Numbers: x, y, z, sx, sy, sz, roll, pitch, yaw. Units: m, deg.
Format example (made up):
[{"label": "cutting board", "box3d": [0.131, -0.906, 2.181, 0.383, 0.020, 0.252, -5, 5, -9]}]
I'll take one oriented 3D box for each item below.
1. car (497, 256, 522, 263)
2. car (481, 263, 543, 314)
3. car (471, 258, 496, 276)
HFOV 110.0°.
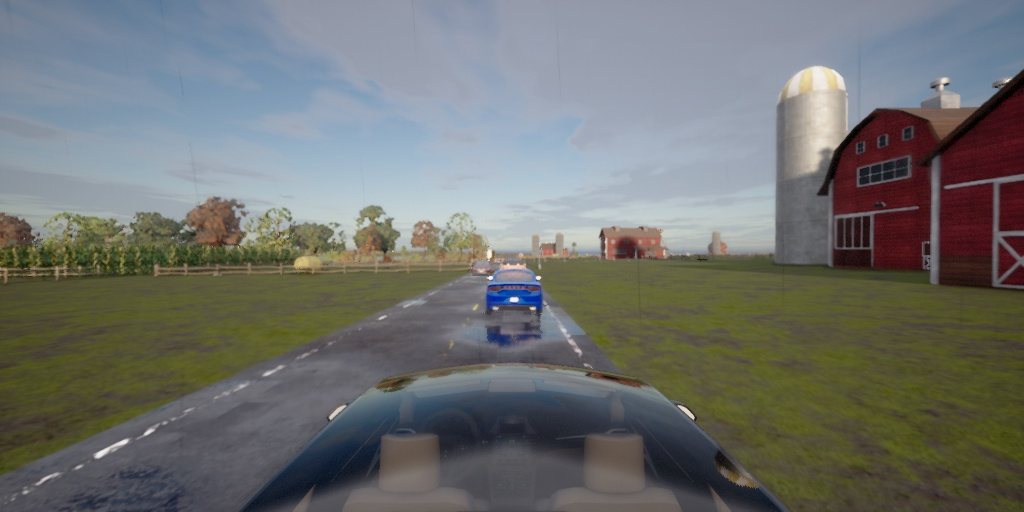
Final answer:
[{"label": "car", "box3d": [0.087, 1.013, 28.915, 2.097, 1.767, 4.553, 0, 0, 0]}, {"label": "car", "box3d": [0.092, 1.190, 13.553, 1.882, 1.535, 5.008, 0, 0, 0]}, {"label": "car", "box3d": [-2.852, 1.162, 35.605, 1.812, 1.442, 4.674, 0, 0, 0]}]
